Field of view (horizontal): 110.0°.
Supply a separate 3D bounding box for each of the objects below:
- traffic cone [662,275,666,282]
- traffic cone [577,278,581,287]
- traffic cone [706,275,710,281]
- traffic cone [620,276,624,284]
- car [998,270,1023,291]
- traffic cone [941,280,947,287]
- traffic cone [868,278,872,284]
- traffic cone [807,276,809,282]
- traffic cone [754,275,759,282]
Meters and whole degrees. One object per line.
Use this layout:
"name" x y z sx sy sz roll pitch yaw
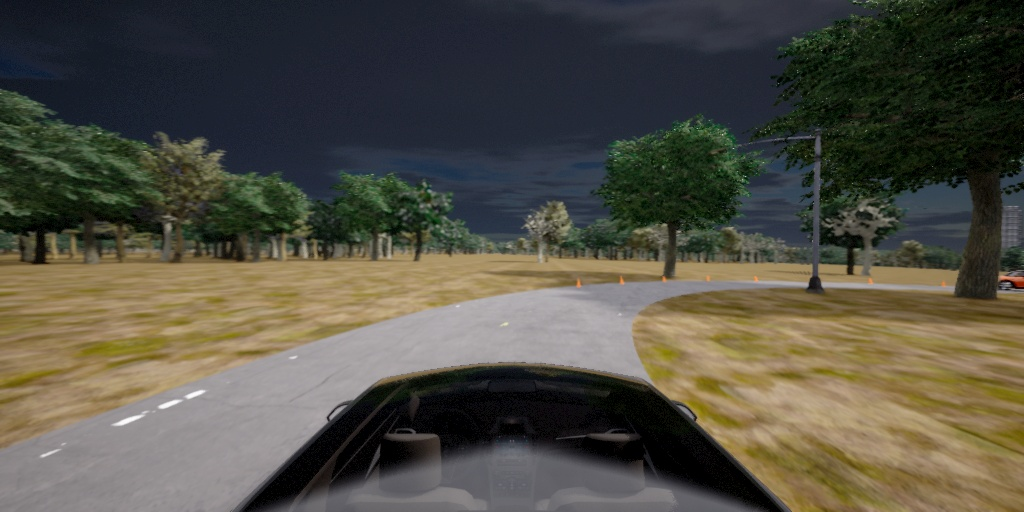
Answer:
"traffic cone" 12.933 1.927 30.490 0.340 0.580 0.340 0 0 -29
"traffic cone" 4.426 1.778 23.788 0.340 0.580 0.340 0 0 42
"traffic cone" 17.888 2.021 32.720 0.340 0.580 0.340 0 0 -20
"traffic cone" 8.406 1.847 27.486 0.340 0.580 0.340 0 0 -38
"car" 41.502 1.951 29.092 4.553 1.767 2.097 1 0 28
"traffic cone" 39.312 2.488 32.666 0.340 0.580 0.340 0 0 20
"traffic cone" 34.040 2.368 34.076 0.340 0.580 0.340 0 0 10
"traffic cone" 28.603 2.248 34.560 0.340 0.580 0.340 0 0 0
"traffic cone" 23.165 2.130 34.103 0.340 0.580 0.340 0 0 -10
